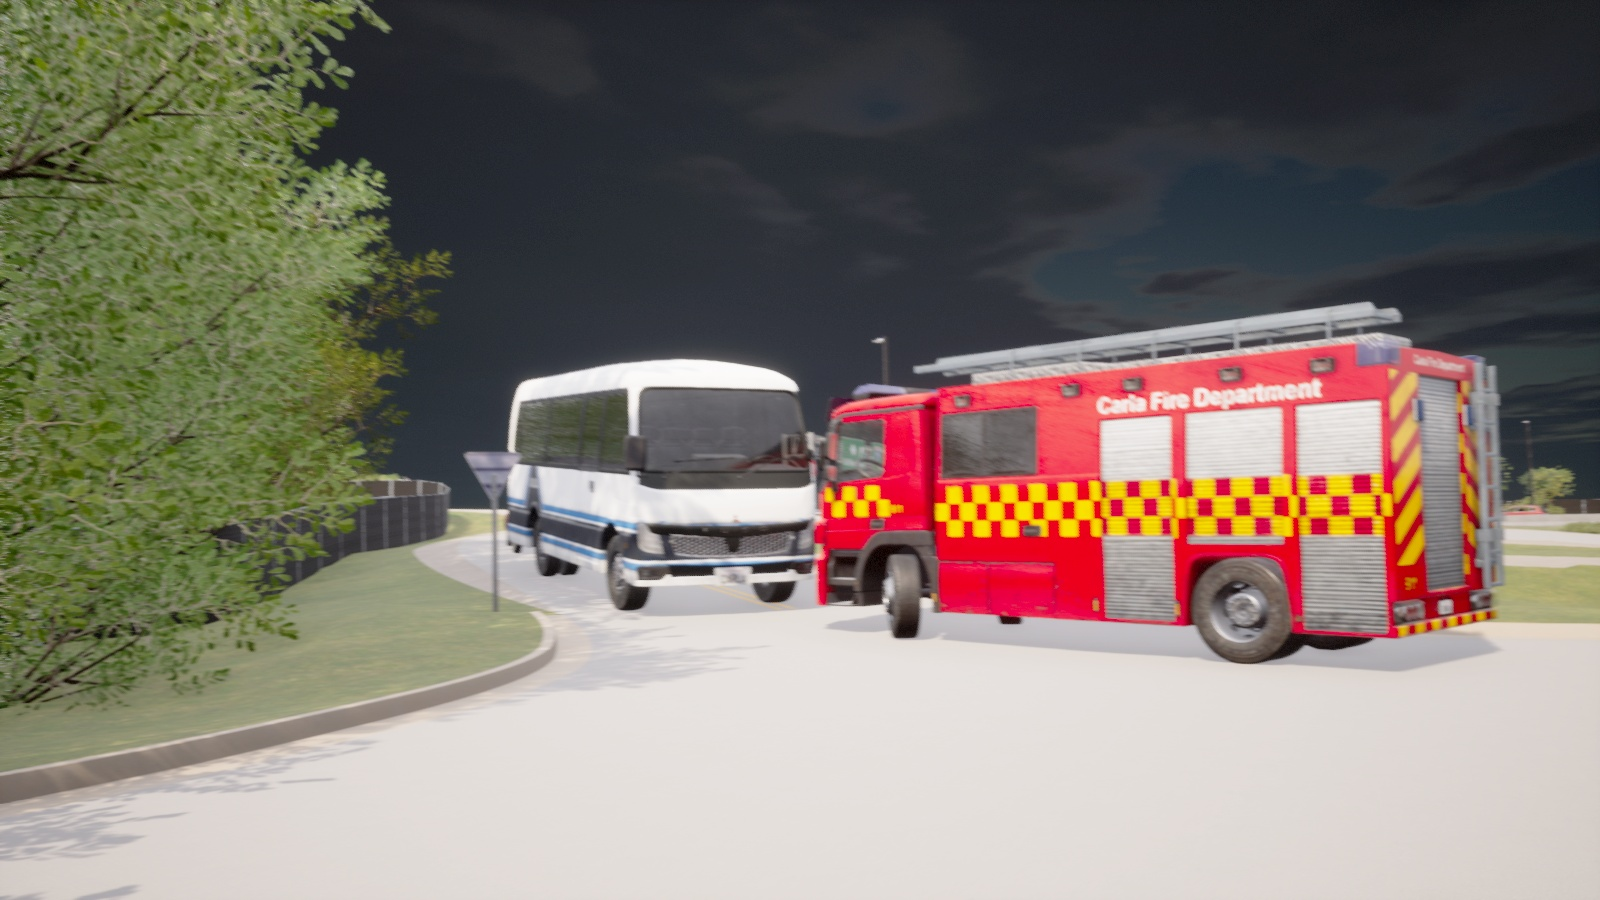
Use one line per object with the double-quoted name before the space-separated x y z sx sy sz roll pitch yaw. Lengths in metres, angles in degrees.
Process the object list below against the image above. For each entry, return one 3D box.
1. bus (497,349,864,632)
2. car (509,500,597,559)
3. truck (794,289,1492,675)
"bus" -2.882 0.576 24.353 3.944 4.253 10.273 0 0 -24
"car" -6.652 2.061 33.407 1.895 1.301 4.718 0 -1 -16
"truck" 3.898 0.565 16.521 2.891 3.827 8.468 1 -4 -43
